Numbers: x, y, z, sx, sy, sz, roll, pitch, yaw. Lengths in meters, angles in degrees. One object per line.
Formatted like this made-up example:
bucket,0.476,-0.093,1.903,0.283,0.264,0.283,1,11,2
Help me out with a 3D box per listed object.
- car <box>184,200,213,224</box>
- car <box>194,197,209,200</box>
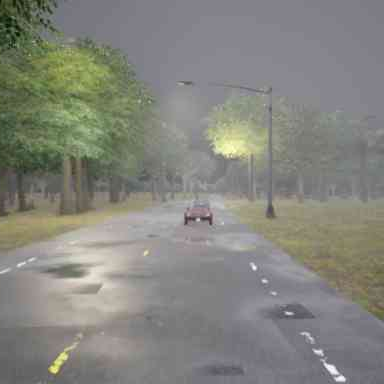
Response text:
car,0.469,1.463,23.426,1.895,1.301,4.718,0,0,2
car,1.206,1.364,41.634,1.994,1.385,4.181,0,0,3
